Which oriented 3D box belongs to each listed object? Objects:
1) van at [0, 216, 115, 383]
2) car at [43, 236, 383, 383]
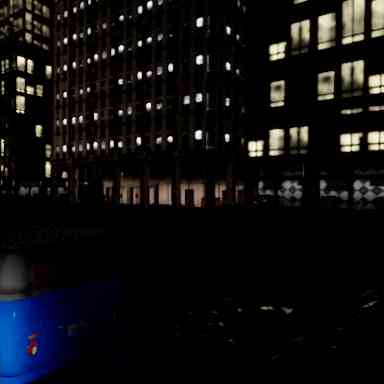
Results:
[{"bbox_3d":[-2.804,1.291,4.868,3.998,1.788,1.690,1,1,35],"label":"van"},{"bbox_3d":[1.695,1.320,1.660,5.009,1.841,2.192,1,1,35],"label":"car"}]
